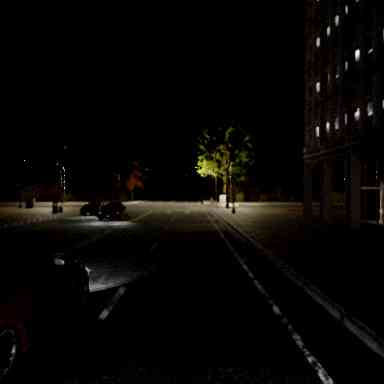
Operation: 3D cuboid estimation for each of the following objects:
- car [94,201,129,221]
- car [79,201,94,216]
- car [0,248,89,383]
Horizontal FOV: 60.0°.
[{"bbox_3d":[-6.592,1.628,28.372,1.812,1.442,4.674,0,0,0],"label":"car"},{"bbox_3d":[-9.819,1.668,34.155,2.033,1.411,5.357,0,0,0],"label":"car"},{"bbox_3d":[-3.151,1.586,5.343,1.994,1.385,4.181,0,0,0],"label":"car"}]
